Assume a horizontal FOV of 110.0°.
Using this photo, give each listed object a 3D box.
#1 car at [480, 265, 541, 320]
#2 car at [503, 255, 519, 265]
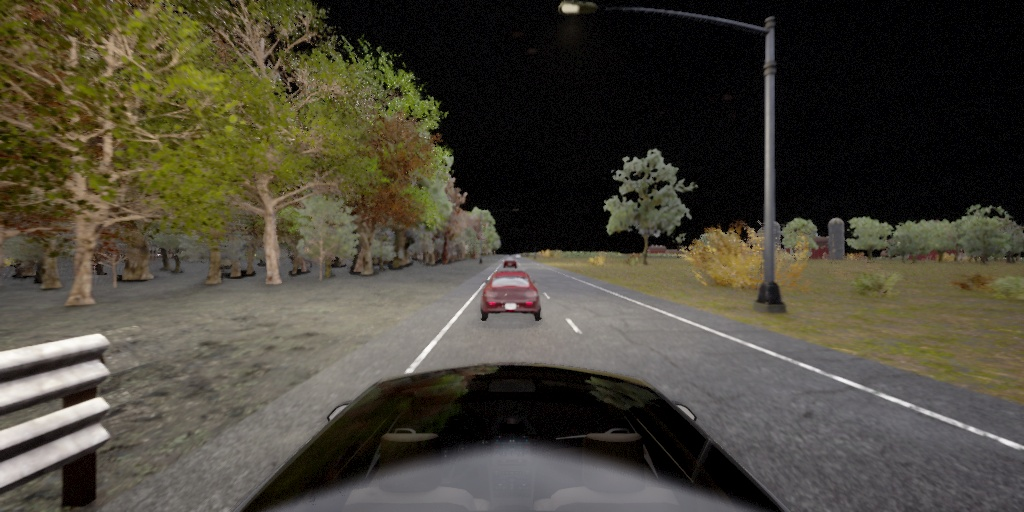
[{"bbox_3d":[-0.048,1.223,12.289,1.812,1.442,4.674,0,0,0],"label":"car"},{"bbox_3d":[-0.268,0.968,51.949,1.882,1.535,5.008,0,0,0],"label":"car"}]
